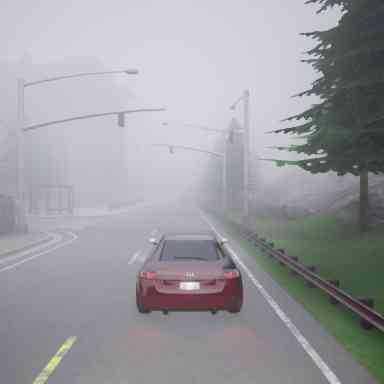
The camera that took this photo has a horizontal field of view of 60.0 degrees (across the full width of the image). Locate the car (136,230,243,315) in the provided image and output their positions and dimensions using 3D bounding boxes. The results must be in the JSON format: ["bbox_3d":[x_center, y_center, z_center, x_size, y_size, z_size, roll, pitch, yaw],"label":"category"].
[{"bbox_3d":[-0.072,1.564,7.657,1.994,1.385,4.181,0,0,-1],"label":"car"}]

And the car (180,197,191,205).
[{"bbox_3d":[-1.184,1.564,59.889,1.994,1.385,4.181,0,0,-1],"label":"car"}]
